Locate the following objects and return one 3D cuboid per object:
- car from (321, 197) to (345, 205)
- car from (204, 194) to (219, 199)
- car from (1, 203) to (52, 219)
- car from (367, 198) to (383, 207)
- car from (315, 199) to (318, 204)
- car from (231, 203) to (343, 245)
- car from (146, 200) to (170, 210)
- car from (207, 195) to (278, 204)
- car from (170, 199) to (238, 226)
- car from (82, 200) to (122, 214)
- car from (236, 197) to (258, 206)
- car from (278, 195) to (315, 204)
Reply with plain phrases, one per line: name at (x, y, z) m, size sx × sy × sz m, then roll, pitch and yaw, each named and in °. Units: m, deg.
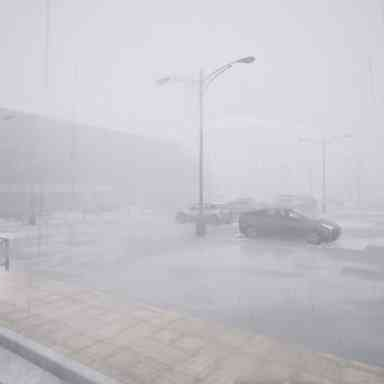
car at (23.748, 1.565, 56.014) m, size 3.633 × 1.501 × 1.845 m, roll 0°, pitch 0°, yaw 35°
car at (3.921, 1.398, 51.818) m, size 2.150 × 2.045 × 5.566 m, roll 0°, pitch 0°, yaw 35°
car at (-15.346, 1.740, 30.977) m, size 1.994 × 1.385 × 4.181 m, roll 0°, pitch 0°, yaw 35°
car at (28.091, 1.576, 49.298) m, size 3.806 × 1.475 × 1.970 m, roll 0°, pitch 0°, yaw 35°
car at (12.916, 1.289, 40.913) m, size 4.605 × 1.855 × 1.932 m, roll 0°, pitch 0°, yaw 35°
car at (4.403, 1.490, 15.364) m, size 4.514 × 1.523 × 2.007 m, roll 0°, pitch 0°, yaw 35°
car at (-4.487, 1.740, 46.313) m, size 1.994 × 1.385 × 4.181 m, roll 0°, pitch 0°, yaw 36°
car at (4.196, 1.345, 27.851) m, size 5.027 × 1.636 × 2.152 m, roll 0°, pitch 0°, yaw 35°
car at (0.758, 1.424, 22.422) m, size 3.806 × 1.475 × 1.970 m, roll 0°, pitch 0°, yaw 35°
car at (-10.269, 1.681, 38.161) m, size 1.837 × 1.490 × 4.892 m, roll 0°, pitch 0°, yaw 35°
car at (10.053, 1.668, 60.520) m, size 2.128 × 1.511 × 4.902 m, roll 0°, pitch 0°, yaw 35°
car at (11.577, 1.269, 38.302) m, size 3.866 × 1.878 × 1.905 m, roll 0°, pitch 0°, yaw 35°
